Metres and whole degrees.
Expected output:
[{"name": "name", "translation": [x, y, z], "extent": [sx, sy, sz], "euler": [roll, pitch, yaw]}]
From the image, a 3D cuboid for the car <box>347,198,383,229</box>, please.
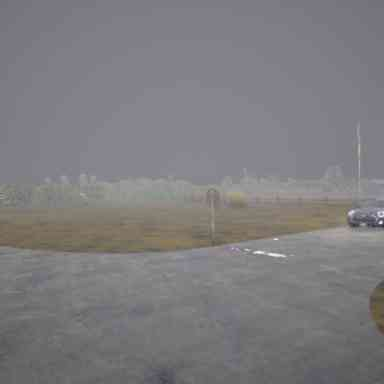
[{"name": "car", "translation": [10.920, 1.145, 19.305], "extent": [4.553, 1.767, 2.097], "euler": [-1, 0, -39]}]
